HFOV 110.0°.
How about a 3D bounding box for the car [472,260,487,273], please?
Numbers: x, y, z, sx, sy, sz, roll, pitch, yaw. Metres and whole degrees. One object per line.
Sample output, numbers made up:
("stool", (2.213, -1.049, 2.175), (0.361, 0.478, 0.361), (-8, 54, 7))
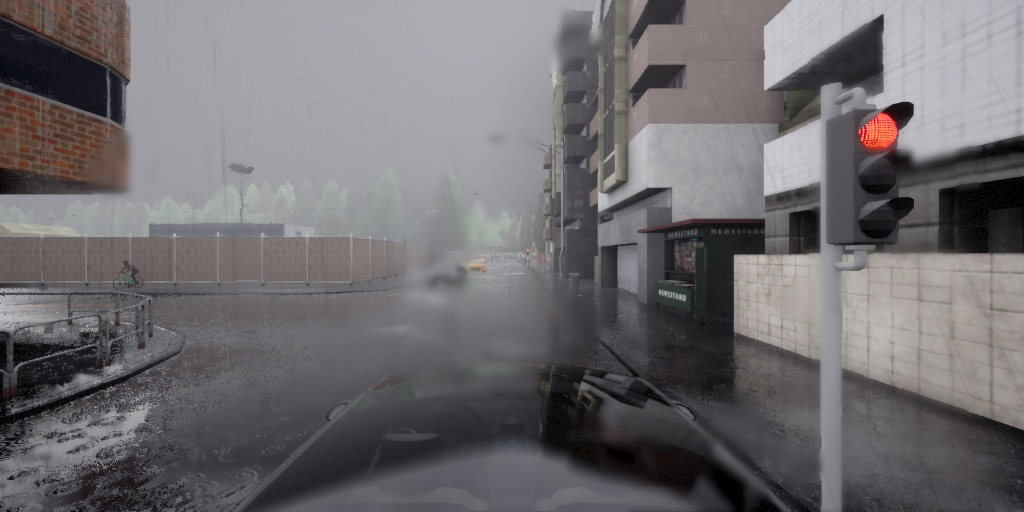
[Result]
("car", (-4.104, 1.227, 43.288), (1.882, 1.535, 5.008), (0, 0, 0))

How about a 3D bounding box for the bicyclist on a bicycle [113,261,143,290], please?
("bicyclist on a bicycle", (-22.184, 1.099, 20.738), (0.582, 1.620, 1.656), (0, 0, 0))

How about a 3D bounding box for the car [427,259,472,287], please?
("car", (-4.252, 1.102, 24.337), (2.097, 1.767, 4.553), (0, 0, 2))
